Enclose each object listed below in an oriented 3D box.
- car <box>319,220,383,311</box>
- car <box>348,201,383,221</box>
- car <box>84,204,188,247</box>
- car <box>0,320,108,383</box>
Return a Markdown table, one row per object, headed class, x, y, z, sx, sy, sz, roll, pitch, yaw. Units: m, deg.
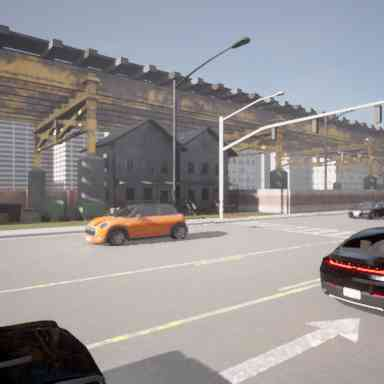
| class | x | y | z | sx | sy | sz | roll | pitch | yaw |
| --- | --- | --- | --- | --- | --- | --- | --- | --- | --- |
| car | 4.741 | 1.502 | 7.147 | 4.892 | 1.490 | 1.837 | 0 | 0 | -35 |
| car | 14.832 | 1.483 | 27.414 | 4.902 | 1.511 | 2.128 | 0 | 0 | -35 |
| car | -2.465 | 1.350 | 15.119 | 4.553 | 1.767 | 2.097 | 0 | 0 | -35 |
| car | -2.791 | 1.601 | 1.758 | 4.718 | 1.301 | 1.895 | 0 | 0 | -35 |
